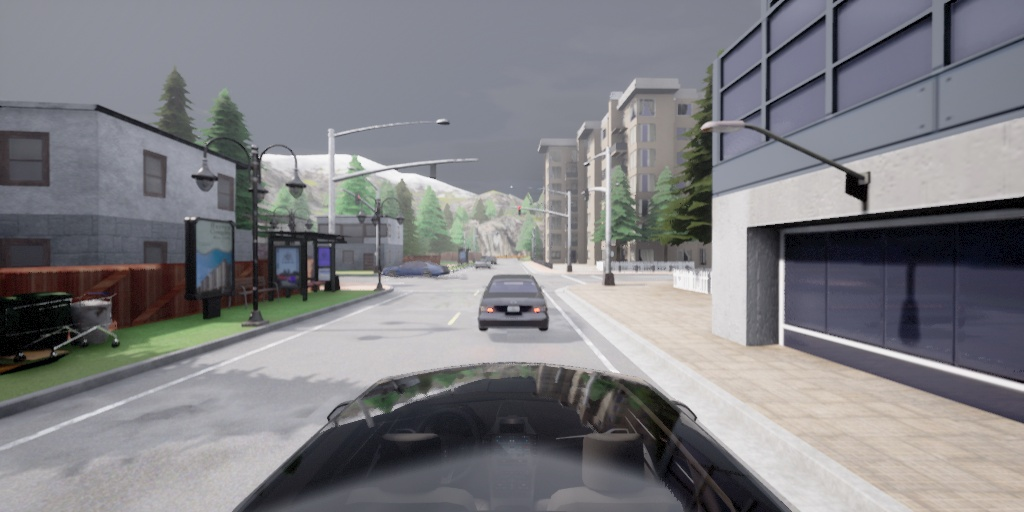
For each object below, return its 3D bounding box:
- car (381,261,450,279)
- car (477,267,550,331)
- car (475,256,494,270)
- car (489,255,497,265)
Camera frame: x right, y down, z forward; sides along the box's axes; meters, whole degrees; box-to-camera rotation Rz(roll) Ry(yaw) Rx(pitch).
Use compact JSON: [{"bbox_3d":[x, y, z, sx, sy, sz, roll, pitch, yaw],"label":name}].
[{"bbox_3d":[-7.915,1.094,29.476,5.357,1.411,2.033,0,0,8],"label":"car"},{"bbox_3d":[0.041,1.236,10.698,2.033,1.411,5.357,0,0,0],"label":"car"},{"bbox_3d":[-3.733,1.045,46.706,1.895,1.301,4.718,0,0,0],"label":"car"},{"bbox_3d":[-3.740,0.684,63.227,2.097,1.767,4.553,0,0,0],"label":"car"}]
